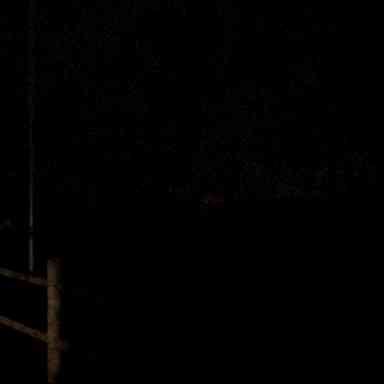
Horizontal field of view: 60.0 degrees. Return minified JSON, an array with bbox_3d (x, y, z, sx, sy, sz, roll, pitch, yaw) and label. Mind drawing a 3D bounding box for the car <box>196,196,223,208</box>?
[{"bbox_3d":[2.447,1.330,46.088,1.882,1.535,5.008,0,0,36],"label":"car"}]
